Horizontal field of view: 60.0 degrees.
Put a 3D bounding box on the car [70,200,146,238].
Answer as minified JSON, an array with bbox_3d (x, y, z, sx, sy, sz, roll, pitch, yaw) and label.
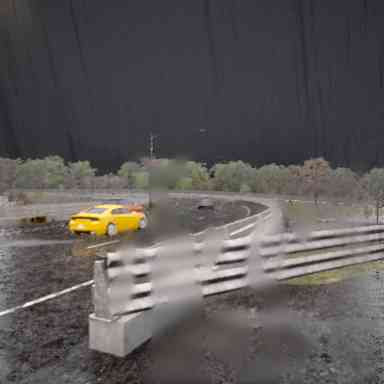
[{"bbox_3d":[-4.252,1.438,17.739,1.882,1.535,5.008,0,0,21],"label":"car"}]

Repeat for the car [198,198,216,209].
[{"bbox_3d":[1.959,1.487,43.238,1.994,1.385,4.181,0,0,8],"label":"car"}]

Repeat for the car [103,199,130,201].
[{"bbox_3d":[-5.356,1.296,25.458,2.097,1.767,4.553,0,0,17],"label":"car"}]
